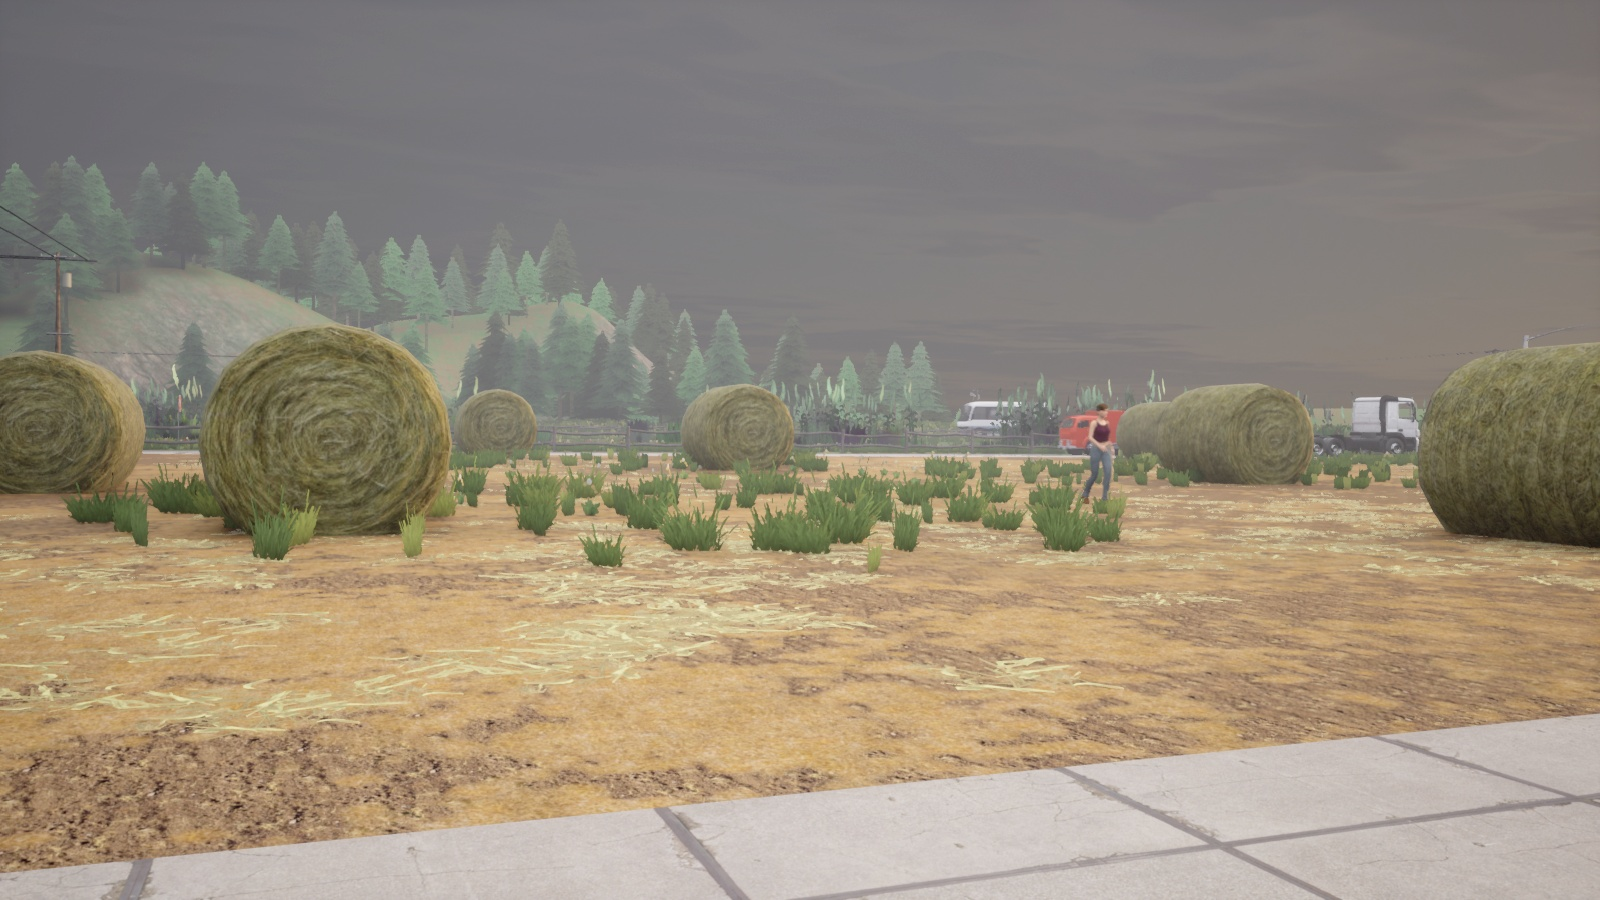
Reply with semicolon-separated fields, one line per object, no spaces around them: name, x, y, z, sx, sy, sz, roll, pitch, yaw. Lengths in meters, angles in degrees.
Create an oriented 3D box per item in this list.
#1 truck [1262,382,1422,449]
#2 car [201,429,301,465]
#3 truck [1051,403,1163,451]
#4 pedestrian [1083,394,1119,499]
truck;29.347;-1.891;68.004;7.936;3.462;2.891;-1;1;-17
car;-24.129;-0.149;55.368;3.806;1.475;1.970;-1;1;-17
truck;16.549;-1.263;67.768;5.204;2.467;2.627;-1;1;-17
pedestrian;5.384;-0.067;22.467;0.345;1.836;0.594;-1;1;-20
